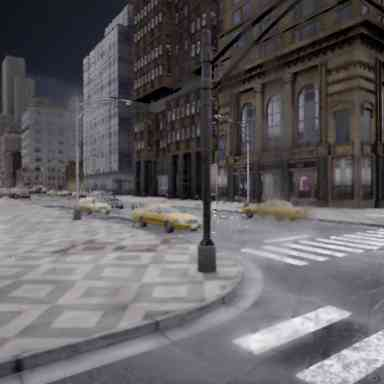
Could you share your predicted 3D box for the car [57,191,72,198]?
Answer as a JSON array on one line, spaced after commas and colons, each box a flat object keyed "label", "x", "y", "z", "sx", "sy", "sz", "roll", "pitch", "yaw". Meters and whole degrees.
[{"label": "car", "x": -24.021, "y": 0.382, "z": 63.818, "sx": 1.802, "sy": 1.307, "sz": 4.206, "roll": 1, "pitch": 1, "yaw": -35}]

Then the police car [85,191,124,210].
[{"label": "police car", "x": -8.064, "y": 0.905, "z": 31.418, "sx": 2.038, "sy": 1.542, "sz": 4.974, "roll": 0, "pitch": 1, "yaw": -35}]

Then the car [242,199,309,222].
[{"label": "car", "x": 5.458, "y": 1.141, "z": 22.370, "sx": 1.752, "sy": 1.417, "sz": 4.829, "roll": 1, "pitch": 1, "yaw": -35}]

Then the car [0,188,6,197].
[{"label": "car", "x": -37.537, "y": 0.116, "z": 68.115, "sx": 1.967, "sy": 1.590, "sz": 4.097, "roll": 1, "pitch": 0, "yaw": -35}]

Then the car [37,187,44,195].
[{"label": "car", "x": -33.876, "y": -0.142, "z": 77.678, "sx": 2.192, "sy": 1.841, "sz": 5.009, "roll": 1, "pitch": 0, "yaw": -35}]

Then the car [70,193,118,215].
[{"label": "car", "x": -7.860, "y": 1.010, "z": 26.388, "sx": 1.752, "sy": 1.417, "sz": 4.829, "roll": 1, "pitch": 0, "yaw": -35}]

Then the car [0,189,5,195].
[{"label": "car", "x": -47.399, "y": 0.007, "z": 81.980, "sx": 1.802, "sy": 1.307, "sz": 4.206, "roll": 1, "pitch": 0, "yaw": -35}]

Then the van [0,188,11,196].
[{"label": "van", "x": -40.822, "y": -0.068, "z": 72.736, "sx": 1.690, "sy": 1.788, "sz": 3.998, "roll": 1, "pitch": 0, "yaw": -35}]

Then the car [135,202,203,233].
[{"label": "car", "x": -1.287, "y": 1.195, "z": 17.146, "sx": 1.752, "sy": 1.417, "sz": 4.829, "roll": 1, "pitch": 0, "yaw": -35}]

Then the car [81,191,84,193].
[{"label": "car", "x": -17.448, "y": 0.521, "z": 54.577, "sx": 1.887, "sy": 1.381, "sz": 4.507, "roll": 1, "pitch": 1, "yaw": -35}]

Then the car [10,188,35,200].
[{"label": "car", "x": -27.674, "y": 0.251, "z": 54.252, "sx": 2.192, "sy": 1.841, "sz": 5.009, "roll": 1, "pitch": 0, "yaw": -35}]

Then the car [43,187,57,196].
[{"label": "car", "x": -30.691, "y": 0.150, "z": 73.197, "sx": 1.752, "sy": 1.417, "sz": 4.829, "roll": 1, "pitch": 0, "yaw": -35}]

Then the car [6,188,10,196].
[{"label": "car", "x": -30.961, "y": 0.163, "z": 58.873, "sx": 2.192, "sy": 1.841, "sz": 5.009, "roll": 1, "pitch": 0, "yaw": -35}]
